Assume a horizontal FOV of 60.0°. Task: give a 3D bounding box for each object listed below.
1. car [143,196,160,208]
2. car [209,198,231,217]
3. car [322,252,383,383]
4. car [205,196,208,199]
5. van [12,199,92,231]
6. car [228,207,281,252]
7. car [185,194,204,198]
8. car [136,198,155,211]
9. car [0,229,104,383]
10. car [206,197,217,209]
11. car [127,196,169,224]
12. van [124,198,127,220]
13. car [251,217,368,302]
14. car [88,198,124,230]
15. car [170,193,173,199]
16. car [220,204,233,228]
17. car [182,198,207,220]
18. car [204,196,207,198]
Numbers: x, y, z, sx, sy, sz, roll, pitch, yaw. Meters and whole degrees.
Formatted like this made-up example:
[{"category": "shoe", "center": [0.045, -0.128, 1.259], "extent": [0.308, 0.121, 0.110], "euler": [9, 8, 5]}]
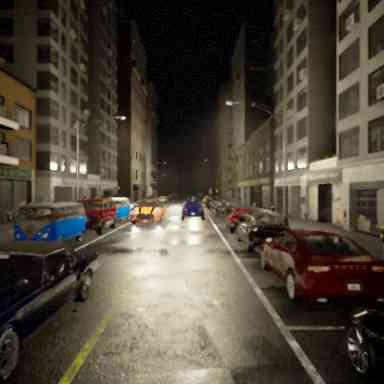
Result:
[{"category": "car", "center": [-5.661, 1.398, 46.783], "extent": [1.967, 1.590, 4.097], "euler": [0, 0, 0]}, {"category": "car", "center": [2.862, 1.527, 30.203], "extent": [2.008, 1.369, 4.403], "euler": [0, 0, 0]}, {"category": "car", "center": [2.857, 1.565, 2.573], "extent": [1.947, 1.339, 4.313], "euler": [0, 0, 0]}, {"category": "car", "center": [2.864, 1.546, 41.255], "extent": [1.802, 1.307, 4.206], "euler": [0, 0, 0]}, {"category": "van", "center": [-5.667, 1.333, 13.627], "extent": [1.690, 1.788, 3.998], "euler": [0, 0, 0]}, {"category": "car", "center": [2.859, 1.543, 13.625], "extent": [2.008, 1.369, 4.403], "euler": [0, 0, 0]}, {"category": "car", "center": [0.106, 1.451, 45.459], "extent": [2.128, 1.511, 4.902], "euler": [0, 0, 0]}, {"category": "car", "center": [-5.661, 1.489, 41.087], "extent": [1.752, 1.417, 4.829], "euler": [0, 0, 0]}, {"category": "car", "center": [-3.082, 1.598, 5.513], "extent": [1.895, 1.301, 4.718], "euler": [0, 0, 0]}, {"category": "car", "center": [2.863, 1.521, 35.729], "extent": [2.008, 1.369, 4.403], "euler": [0, 0, 0]}, {"category": "car", "center": [-3.072, 1.334, 24.261], "extent": [2.097, 1.767, 4.553], "euler": [0, 0, 0]}, {"category": "van", "center": [-5.662, 1.323, 24.678], "extent": [1.690, 1.788, 3.998], "euler": [0, 0, 0]}, {"category": "car", "center": [2.858, 1.541, 8.100], "extent": [1.887, 1.381, 4.507], "euler": [0, 0, 0]}, {"category": "car", "center": [-5.666, 1.302, 19.153], "extent": [2.192, 1.841, 5.009], "euler": [0, 0, 0]}, {"category": "car", "center": [-5.656, 1.489, 68.885], "extent": [2.008, 1.369, 4.403], "euler": [0, 0, 0]}, {"category": "car", "center": [2.860, 1.569, 19.151], "extent": [1.802, 1.307, 4.206], "euler": [0, 0, 0]}, {"category": "car", "center": [0.096, 1.505, 27.991], "extent": [1.812, 1.442, 4.674], "euler": [0, 0, 0]}, {"category": "car", "center": [2.865, 1.398, 46.780], "extent": [1.967, 1.590, 4.097], "euler": [0, 0, 0]}]
